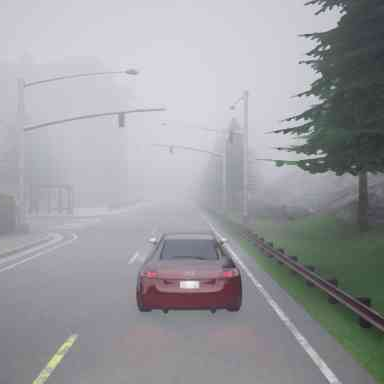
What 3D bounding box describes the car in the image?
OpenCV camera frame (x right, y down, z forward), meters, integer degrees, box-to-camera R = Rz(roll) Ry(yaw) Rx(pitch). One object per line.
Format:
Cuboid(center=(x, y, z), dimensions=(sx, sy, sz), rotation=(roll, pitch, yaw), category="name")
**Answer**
Cuboid(center=(-0.076, 1.564, 7.723), dimensions=(1.994, 1.385, 4.181), rotation=(0, 0, -1), category="car")
